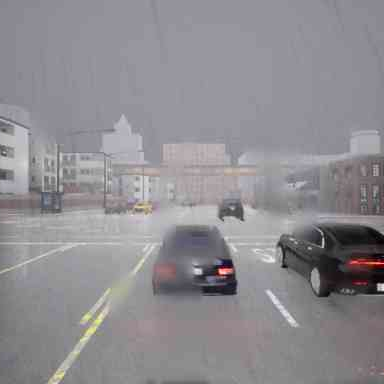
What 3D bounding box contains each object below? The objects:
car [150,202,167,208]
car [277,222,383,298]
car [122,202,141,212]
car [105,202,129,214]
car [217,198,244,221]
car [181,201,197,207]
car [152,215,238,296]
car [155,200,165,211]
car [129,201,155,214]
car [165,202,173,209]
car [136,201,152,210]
[{"bbox_3d":[-7.251,2.817,72.618,1.895,1.301,4.718,0,-1,18],"label":"car"},{"bbox_3d":[3.584,1.543,8.590,1.837,1.490,4.892,0,-1,0],"label":"car"},{"bbox_3d":[-9.698,2.360,53.562,1.812,1.442,4.674,0,-1,5],"label":"car"},{"bbox_3d":[-10.132,2.175,44.473,1.812,1.442,4.674,0,-1,3],"label":"car"},{"bbox_3d":[3.676,1.633,32.166,2.150,2.045,5.566,0,-1,1],"label":"car"},{"bbox_3d":[-0.722,2.834,78.374,1.837,1.490,4.892,-1,-1,32],"label":"car"},{"bbox_3d":[0.059,1.589,8.881,2.033,1.411,5.357,0,0,0],"label":"car"},{"bbox_3d":[-6.144,2.189,53.686,2.097,1.767,4.553,0,-1,4],"label":"car"},{"bbox_3d":[-6.616,2.132,44.715,1.882,1.535,5.008,0,-1,3],"label":"car"},{"bbox_3d":[-5.169,2.680,65.622,1.895,1.301,4.718,0,-1,8],"label":"car"},{"bbox_3d":[-8.990,2.522,62.567,1.837,1.490,4.892,0,-1,6],"label":"car"}]
